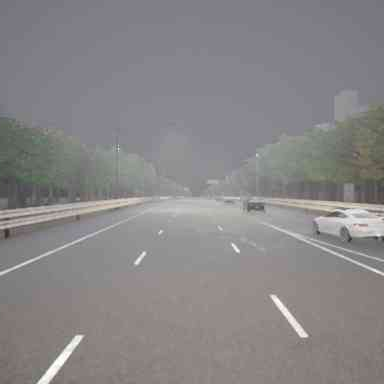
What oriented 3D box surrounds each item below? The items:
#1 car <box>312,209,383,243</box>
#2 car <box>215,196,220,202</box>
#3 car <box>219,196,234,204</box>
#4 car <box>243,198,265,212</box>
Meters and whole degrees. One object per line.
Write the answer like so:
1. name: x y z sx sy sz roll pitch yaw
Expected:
1. car: 7.543 1.536 16.122 1.812 1.442 4.674 0 0 -5
2. car: 7.217 1.863 90.798 1.812 1.442 4.674 0 -1 0
3. car: 7.078 1.691 65.845 1.895 1.301 4.718 0 0 0
4. car: 7.008 1.485 38.139 1.882 1.535 5.008 0 0 0
